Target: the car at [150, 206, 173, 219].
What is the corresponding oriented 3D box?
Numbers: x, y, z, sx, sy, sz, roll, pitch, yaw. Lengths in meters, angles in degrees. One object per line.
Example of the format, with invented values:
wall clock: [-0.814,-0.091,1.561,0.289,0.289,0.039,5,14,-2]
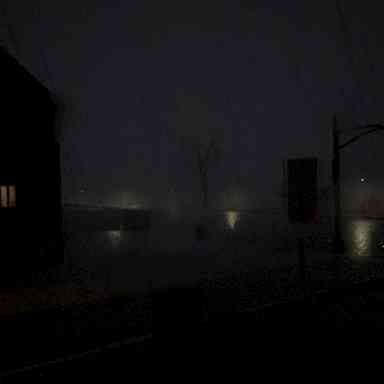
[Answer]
car: [-4.012,2.466,41.073,1.994,1.385,4.181,-2,0,-30]
